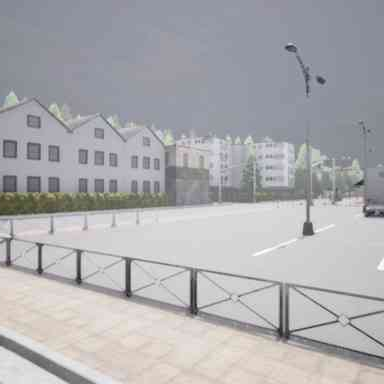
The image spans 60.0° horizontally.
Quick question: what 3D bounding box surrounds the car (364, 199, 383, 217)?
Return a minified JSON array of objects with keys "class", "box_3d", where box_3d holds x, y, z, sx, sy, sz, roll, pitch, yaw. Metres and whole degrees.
[{"class":"car","box_3d":[15.259,1.297,26.926,2.007,1.523,4.514,0,0,35]}]
